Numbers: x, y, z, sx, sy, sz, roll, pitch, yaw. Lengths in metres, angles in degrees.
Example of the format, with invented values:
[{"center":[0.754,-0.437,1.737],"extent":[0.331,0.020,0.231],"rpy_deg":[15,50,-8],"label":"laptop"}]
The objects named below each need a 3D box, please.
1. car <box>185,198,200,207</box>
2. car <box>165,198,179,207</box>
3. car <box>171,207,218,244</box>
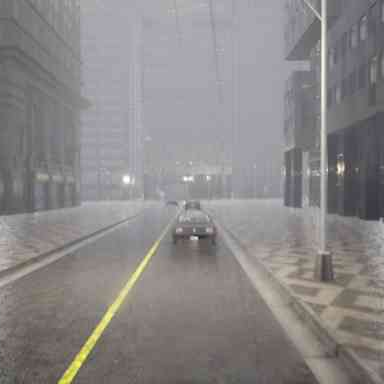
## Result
[{"center":[0.094,1.456,41.440],"extent":[1.812,1.442,4.674],"rpy_deg":[0,0,0],"label":"car"},{"center":[-3.007,1.516,50.903],"extent":[1.895,1.301,4.718],"rpy_deg":[0,0,0],"label":"car"},{"center":[0.097,1.575,15.567],"extent":[1.895,1.301,4.718],"rpy_deg":[0,0,0],"label":"car"}]
